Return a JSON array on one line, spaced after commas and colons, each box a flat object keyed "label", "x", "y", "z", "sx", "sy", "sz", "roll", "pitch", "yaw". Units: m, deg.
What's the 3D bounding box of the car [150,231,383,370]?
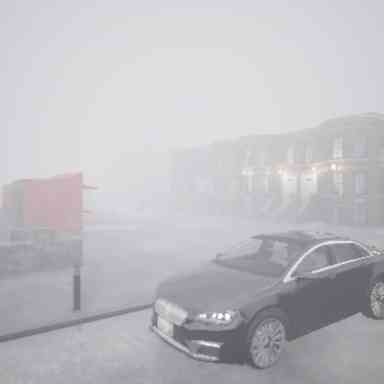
[{"label": "car", "x": 1.646, "y": 1.492, "z": 5.774, "sx": 4.902, "sy": 1.511, "sz": 2.128, "roll": 0, "pitch": 0, "yaw": -35}]
